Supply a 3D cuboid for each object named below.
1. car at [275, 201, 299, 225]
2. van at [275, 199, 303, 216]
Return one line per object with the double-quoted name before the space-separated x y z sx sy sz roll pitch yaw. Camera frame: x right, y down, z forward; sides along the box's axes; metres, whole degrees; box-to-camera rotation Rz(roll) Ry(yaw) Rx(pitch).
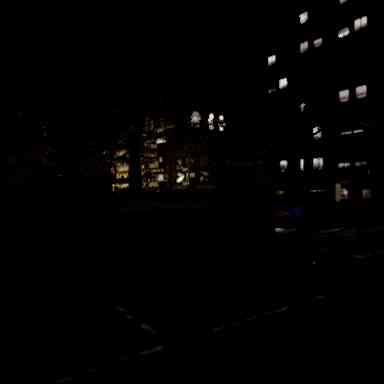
"car" 5.241 1.689 25.444 1.882 1.535 5.008 0 -1 -37
"van" 8.332 1.557 31.025 1.690 1.788 3.998 -2 0 -36
